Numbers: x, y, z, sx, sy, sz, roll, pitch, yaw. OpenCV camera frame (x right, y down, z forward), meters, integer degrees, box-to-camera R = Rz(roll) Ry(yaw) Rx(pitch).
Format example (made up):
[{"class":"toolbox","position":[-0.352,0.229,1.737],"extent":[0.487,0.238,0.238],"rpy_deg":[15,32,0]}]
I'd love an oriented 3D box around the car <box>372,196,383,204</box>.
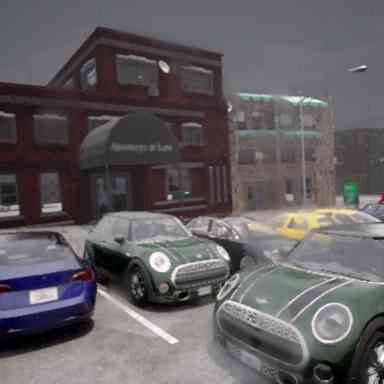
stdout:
[{"class":"car","position":[8.551,1.235,15.078],"extent":[2.185,1.767,4.553],"rpy_deg":[-1,0,-36]}]

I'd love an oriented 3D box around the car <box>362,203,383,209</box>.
[{"class":"car","position":[6.248,1.383,13.243],"extent":[1.946,1.575,5.366],"rpy_deg":[-1,0,-36]}]

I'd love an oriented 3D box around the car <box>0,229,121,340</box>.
[{"class":"car","position":[-3.440,1.503,6.586],"extent":[2.163,1.488,4.792],"rpy_deg":[-1,0,-36]}]

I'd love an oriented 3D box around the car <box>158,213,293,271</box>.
[{"class":"car","position":[1.252,1.432,9.910],"extent":[2.231,1.521,4.892],"rpy_deg":[-1,0,-36]}]

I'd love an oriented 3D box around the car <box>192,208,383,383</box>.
[{"class":"car","position":[2.506,1.315,5.114],"extent":[4.553,1.767,2.097],"rpy_deg":[-1,0,-35]}]

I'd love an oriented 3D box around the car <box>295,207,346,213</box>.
[{"class":"car","position":[3.641,1.405,11.836],"extent":[1.946,1.575,5.366],"rpy_deg":[-1,0,-36]}]

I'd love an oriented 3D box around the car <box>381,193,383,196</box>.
[{"class":"car","position":[13.245,0.996,18.433],"extent":[2.435,2.045,5.566],"rpy_deg":[-2,1,-36]}]
